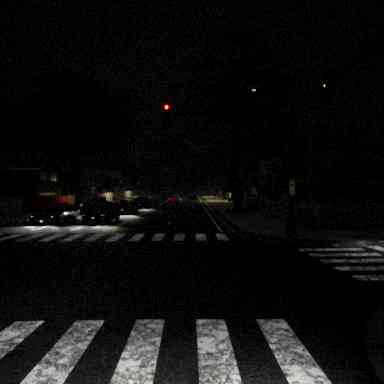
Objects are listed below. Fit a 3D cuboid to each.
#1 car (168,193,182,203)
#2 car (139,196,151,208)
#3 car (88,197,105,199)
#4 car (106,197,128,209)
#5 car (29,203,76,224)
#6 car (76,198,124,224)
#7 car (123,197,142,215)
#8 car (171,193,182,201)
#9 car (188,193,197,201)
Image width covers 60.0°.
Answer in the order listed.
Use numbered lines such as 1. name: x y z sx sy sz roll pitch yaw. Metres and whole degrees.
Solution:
1. car: -3.120 1.206 57.748 1.895 1.301 4.718 0 1 0
2. car: -6.565 1.333 43.747 1.837 1.490 4.892 0 1 0
3. car: -9.830 1.283 33.753 2.097 1.767 4.553 0 0 0
4. car: -9.817 1.428 43.800 1.895 1.301 4.718 0 1 0
5. car: -9.838 1.509 24.369 2.033 1.411 5.357 0 0 0
6. car: -6.586 1.467 24.446 1.837 1.490 4.892 0 0 0
7. car: -6.578 1.497 33.343 1.994 1.385 4.181 0 0 0
8. car: -3.114 0.932 67.733 2.128 1.511 4.902 0 1 0
9. car: 0.139 0.930 67.041 1.882 1.535 5.008 0 1 0
